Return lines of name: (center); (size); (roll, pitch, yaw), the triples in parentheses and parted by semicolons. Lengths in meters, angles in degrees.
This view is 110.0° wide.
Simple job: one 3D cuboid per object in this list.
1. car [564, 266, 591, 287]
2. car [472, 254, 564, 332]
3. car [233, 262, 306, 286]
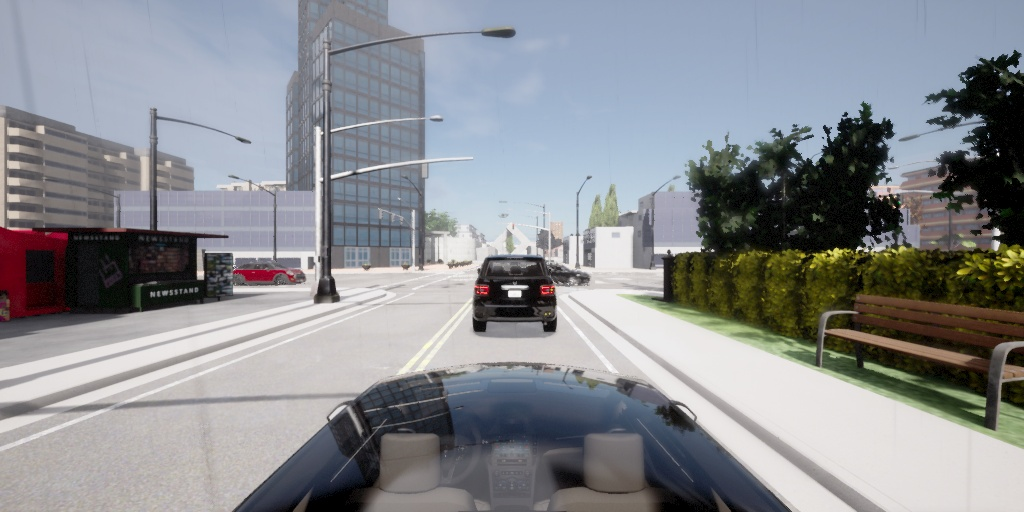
car: (2.881, 1.258, 24.341); (4.892, 1.490, 1.837); (0, -1, 19)
car: (0.082, 0.971, 10.991); (2.150, 2.045, 5.566); (0, 0, 0)
car: (-17.577, 1.218, 26.097); (4.553, 1.767, 2.097); (0, 0, 0)
